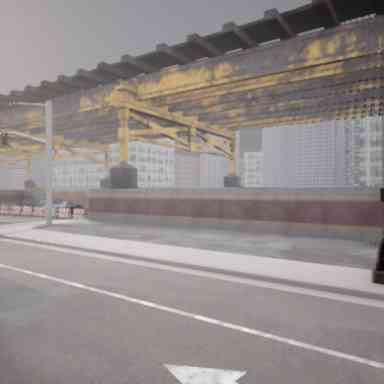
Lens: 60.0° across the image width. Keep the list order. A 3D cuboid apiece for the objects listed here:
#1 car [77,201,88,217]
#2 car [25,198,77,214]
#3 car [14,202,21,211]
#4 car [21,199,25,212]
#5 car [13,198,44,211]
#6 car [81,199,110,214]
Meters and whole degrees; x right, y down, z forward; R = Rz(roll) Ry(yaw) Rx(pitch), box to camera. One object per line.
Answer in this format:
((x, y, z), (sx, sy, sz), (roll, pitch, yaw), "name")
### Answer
((-9.002, 1.444, 30.847), (2.038, 1.542, 4.974), (0, 0, -26), "car")
((-13.778, 1.284, 33.321), (4.536, 1.218, 1.853), (0, 0, -1), "car")
((-17.588, 1.440, 35.987), (2.038, 1.542, 4.974), (0, 0, -11), "car")
((-13.830, 1.442, 33.320), (4.974, 1.542, 2.038), (0, 0, -1), "car")
((-17.598, 1.282, 36.038), (1.853, 1.218, 4.536), (0, 0, -11), "car")
((-9.025, 1.286, 30.893), (1.853, 1.218, 4.536), (0, 0, -26), "car")
